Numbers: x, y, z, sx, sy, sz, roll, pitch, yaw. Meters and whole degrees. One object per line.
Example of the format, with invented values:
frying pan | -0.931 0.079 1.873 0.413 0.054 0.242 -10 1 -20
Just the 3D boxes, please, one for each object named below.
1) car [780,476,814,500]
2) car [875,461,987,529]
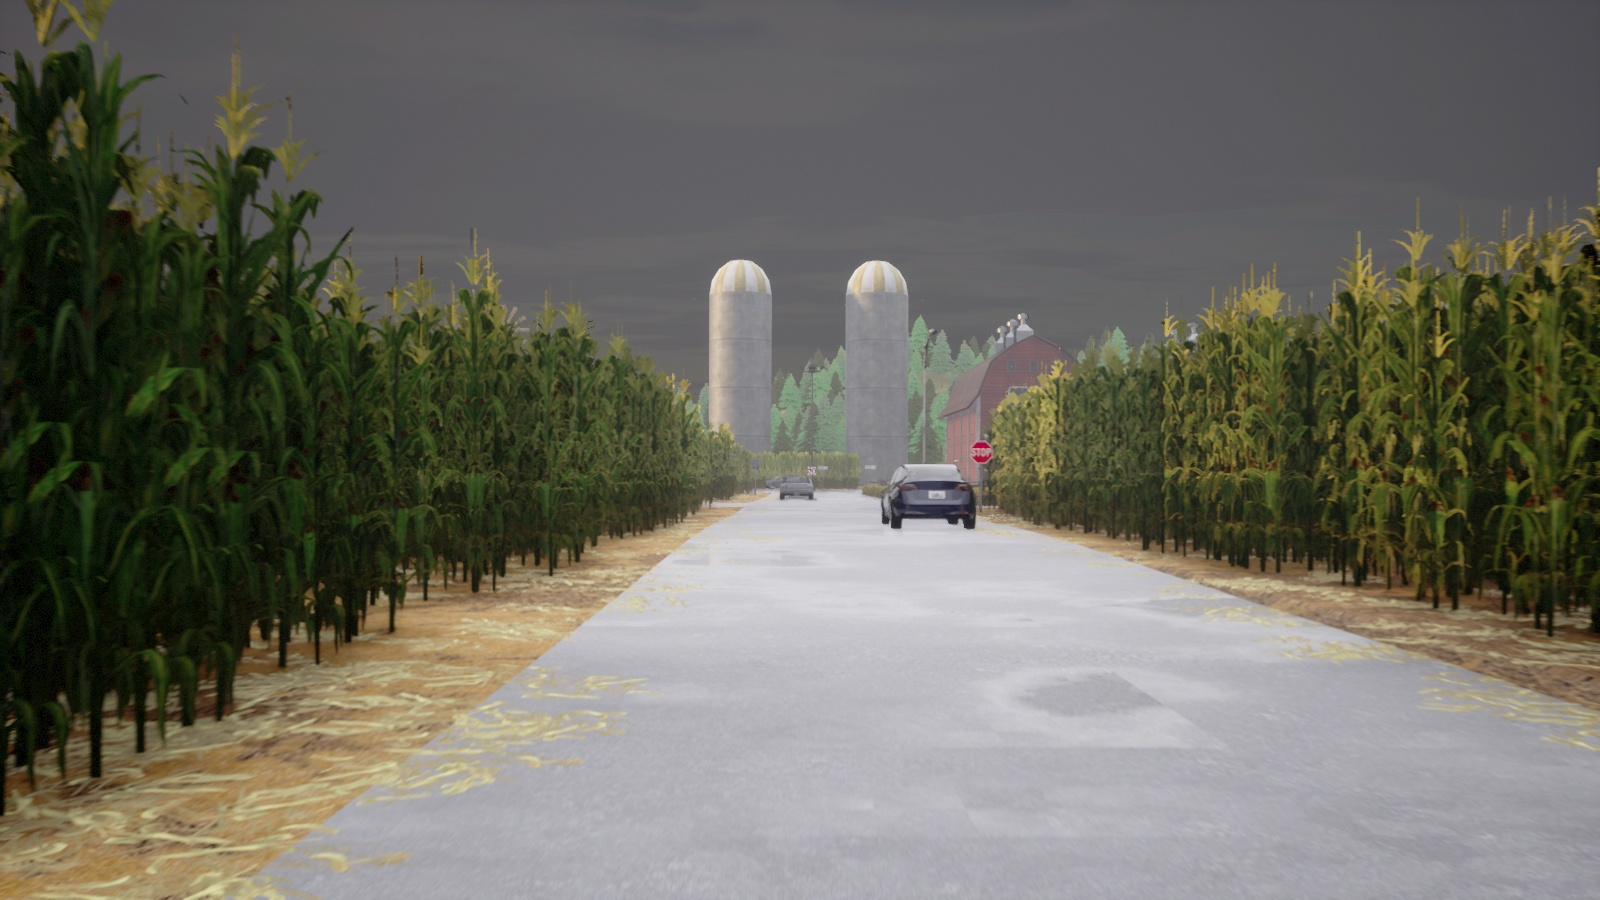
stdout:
car | -0.172 2.137 70.987 1.895 1.301 4.718 0 -2 0
car | 3.025 1.059 30.112 2.163 1.488 4.792 0 -1 0
